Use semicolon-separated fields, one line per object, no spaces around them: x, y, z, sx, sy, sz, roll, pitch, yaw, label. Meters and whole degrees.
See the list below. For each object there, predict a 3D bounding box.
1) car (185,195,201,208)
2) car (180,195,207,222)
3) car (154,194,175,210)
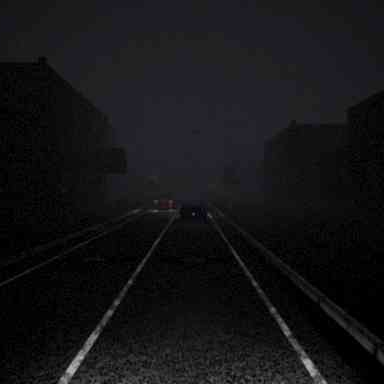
0.105;1.134;41.486;1.812;1.442;4.674;0;1;0;car
0.100;1.271;24.609;1.882;1.535;5.008;0;1;0;car
-3.083;1.008;37.511;2.097;1.767;4.553;0;1;0;car
